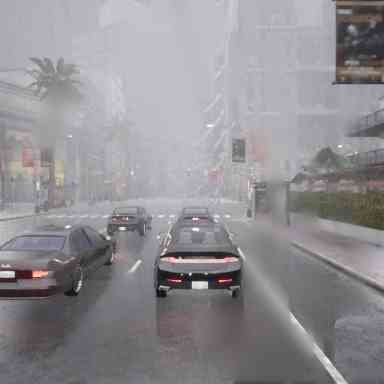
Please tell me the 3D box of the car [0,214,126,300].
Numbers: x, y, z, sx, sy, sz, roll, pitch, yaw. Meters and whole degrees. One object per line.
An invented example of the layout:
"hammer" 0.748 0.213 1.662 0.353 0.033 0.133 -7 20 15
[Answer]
"car" -3.359 1.547 8.571 2.033 1.411 5.357 0 0 0

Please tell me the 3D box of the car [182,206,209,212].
"car" 0.180 1.505 17.935 1.837 1.490 4.892 0 0 0

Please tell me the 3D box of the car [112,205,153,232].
"car" -3.316 1.505 18.315 1.837 1.490 4.892 0 0 0

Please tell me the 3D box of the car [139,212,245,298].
"car" 0.148 1.492 8.518 2.128 1.511 4.902 0 0 0
